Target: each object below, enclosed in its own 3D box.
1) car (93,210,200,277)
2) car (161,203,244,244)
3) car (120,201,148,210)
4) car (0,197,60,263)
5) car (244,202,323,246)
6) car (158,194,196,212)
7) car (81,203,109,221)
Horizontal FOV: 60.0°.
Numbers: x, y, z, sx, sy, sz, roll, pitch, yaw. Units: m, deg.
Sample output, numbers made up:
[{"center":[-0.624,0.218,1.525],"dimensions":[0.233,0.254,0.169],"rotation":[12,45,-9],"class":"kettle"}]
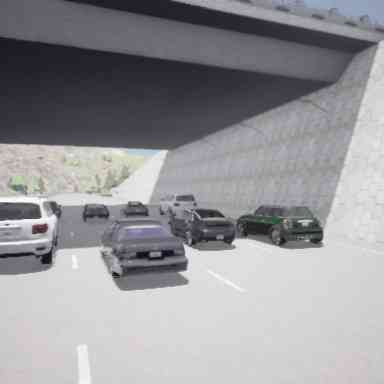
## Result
[{"center":[-1.730,1.523,10.284],"dimensions":[2.033,1.411,5.357],"rotation":[0,0,-20],"class":"car"},{"center":[0.243,1.472,15.081],"dimensions":[1.837,1.490,4.892],"rotation":[0,1,-20],"class":"car"},{"center":[-5.210,1.494,29.666],"dimensions":[1.994,1.385,4.181],"rotation":[0,0,-20],"class":"car"},{"center":[-5.927,1.195,11.578],"dimensions":[2.150,2.045,5.566],"rotation":[0,0,-20],"class":"car"},{"center":[3.844,1.319,15.421],"dimensions":[2.097,1.767,4.553],"rotation":[0,0,-20],"class":"car"},{"center":[-1.334,1.156,29.269],"dimensions":[2.150,2.045,5.566],"rotation":[0,0,-20],"class":"car"},{"center":[-7.770,1.538,26.485],"dimensions":[1.895,1.301,4.718],"rotation":[0,0,-20],"class":"car"}]
